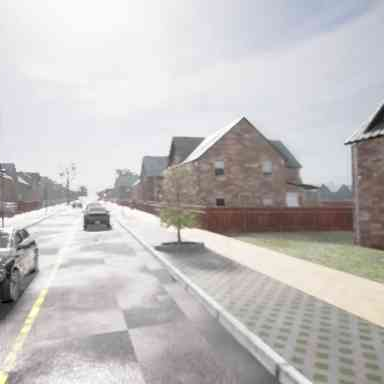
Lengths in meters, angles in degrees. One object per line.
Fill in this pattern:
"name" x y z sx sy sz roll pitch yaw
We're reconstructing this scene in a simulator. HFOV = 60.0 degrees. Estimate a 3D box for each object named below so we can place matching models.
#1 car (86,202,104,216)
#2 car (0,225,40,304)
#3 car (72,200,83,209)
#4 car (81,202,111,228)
"car" -11.730 1.975 40.095 1.882 1.535 5.008 -1 -1 -17
"car" -5.033 1.623 8.210 2.128 1.511 4.902 -1 -1 -17
"car" -21.751 2.353 63.370 2.128 1.511 4.902 -1 -1 -17
"car" -7.133 1.804 24.924 1.837 1.490 4.892 -1 0 -17
